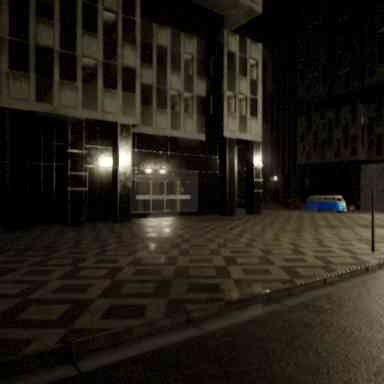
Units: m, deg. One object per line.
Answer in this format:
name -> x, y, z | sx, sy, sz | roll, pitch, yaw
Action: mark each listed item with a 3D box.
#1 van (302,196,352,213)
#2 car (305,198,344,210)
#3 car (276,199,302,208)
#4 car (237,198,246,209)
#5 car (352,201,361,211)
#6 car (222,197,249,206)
van -> 13.751, 1.281, 34.171 | 1.690, 1.788, 3.998 | 0, 0, -36
car -> 17.397, 1.566, 43.731 | 2.008, 1.369, 4.403 | 0, 0, -36
car -> 14.112, 1.636, 48.326 | 1.802, 1.307, 4.206 | 0, 0, -36
car -> 7.182, 1.563, 43.361 | 1.887, 1.381, 4.507 | 0, 0, -36
car -> 20.682, 1.541, 39.136 | 1.947, 1.339, 4.313 | 0, 0, -36
car -> 7.442, 1.657, 57.655 | 1.752, 1.417, 4.829 | 0, 0, -36
